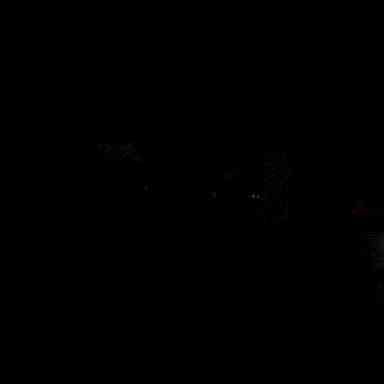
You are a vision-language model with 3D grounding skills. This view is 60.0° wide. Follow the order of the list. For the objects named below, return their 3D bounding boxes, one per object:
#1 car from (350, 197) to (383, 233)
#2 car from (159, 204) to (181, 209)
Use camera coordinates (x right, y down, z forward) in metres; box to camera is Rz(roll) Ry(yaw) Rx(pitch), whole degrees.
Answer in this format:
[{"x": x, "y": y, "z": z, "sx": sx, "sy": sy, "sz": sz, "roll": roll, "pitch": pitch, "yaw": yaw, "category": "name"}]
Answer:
[{"x": 11.325, "y": 1.306, "z": 17.612, "sx": 2.150, "sy": 2.045, "sz": 5.566, "roll": 2, "pitch": -2, "yaw": -35, "category": "car"}, {"x": -2.029, "y": 1.711, "z": 36.401, "sx": 2.097, "sy": 1.767, "sz": 4.553, "roll": 3, "pitch": -2, "yaw": -37, "category": "car"}]
